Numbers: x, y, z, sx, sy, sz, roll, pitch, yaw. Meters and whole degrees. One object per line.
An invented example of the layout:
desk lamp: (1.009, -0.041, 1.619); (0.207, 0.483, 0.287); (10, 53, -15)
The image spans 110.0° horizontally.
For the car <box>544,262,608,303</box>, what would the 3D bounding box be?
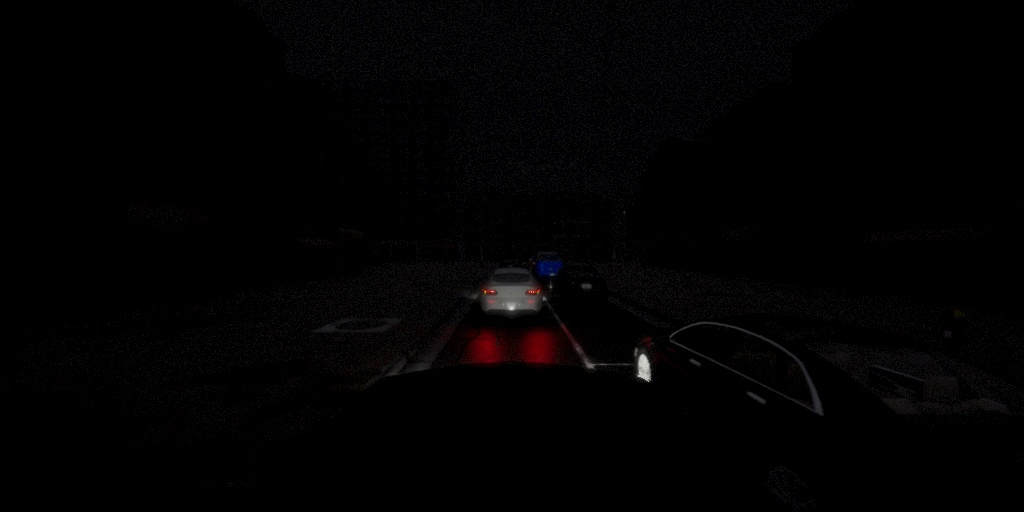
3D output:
car: (2.570, 1.043, 14.481); (1.948, 1.339, 4.313); (0, 0, 0)

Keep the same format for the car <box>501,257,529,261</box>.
car: (-0.085, 0.785, 26.018); (2.033, 1.411, 5.357); (0, 1, 0)

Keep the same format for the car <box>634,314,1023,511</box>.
car: (2.628, 1.259, 3.608); (2.007, 1.370, 4.403); (0, 0, 0)

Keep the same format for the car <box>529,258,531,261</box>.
car: (2.482, 0.579, 30.789); (1.967, 1.591, 4.097); (0, 0, 0)

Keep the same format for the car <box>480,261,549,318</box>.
car: (-0.002, 1.061, 11.725); (1.812, 1.442, 4.674); (0, 1, 0)

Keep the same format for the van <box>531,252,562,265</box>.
van: (2.511, 0.591, 25.353); (1.690, 1.789, 3.998); (0, 0, 0)
